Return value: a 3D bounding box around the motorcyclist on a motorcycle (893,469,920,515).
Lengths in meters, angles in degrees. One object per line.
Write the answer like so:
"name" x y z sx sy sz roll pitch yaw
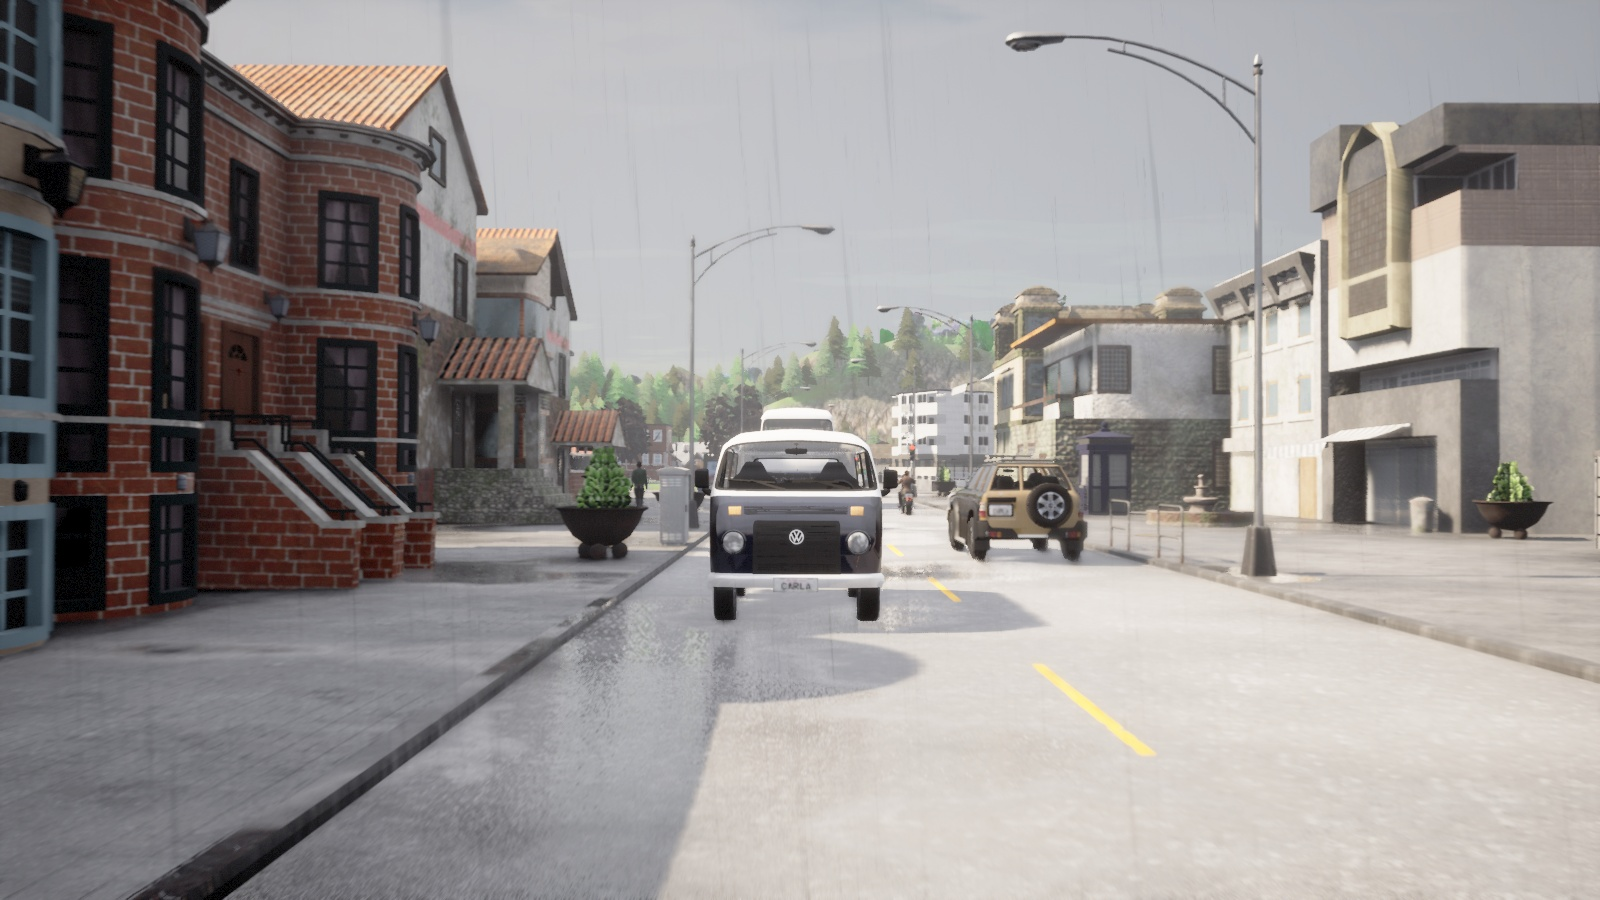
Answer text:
"motorcyclist on a motorcycle" 3.884 1.517 45.861 0.766 1.649 2.350 0 -1 0

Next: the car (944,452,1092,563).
"car" 3.940 1.009 23.473 1.932 1.855 4.605 0 -1 0

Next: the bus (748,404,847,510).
"bus" -0.136 0.365 55.362 3.944 4.253 10.273 0 -1 0

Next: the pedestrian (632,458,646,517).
"pedestrian" -5.402 1.251 42.200 0.423 1.949 0.788 0 -1 -4

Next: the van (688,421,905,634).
"van" -0.038 0.777 14.286 2.069 2.038 4.480 0 -1 0
